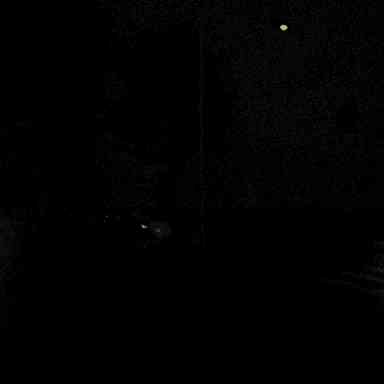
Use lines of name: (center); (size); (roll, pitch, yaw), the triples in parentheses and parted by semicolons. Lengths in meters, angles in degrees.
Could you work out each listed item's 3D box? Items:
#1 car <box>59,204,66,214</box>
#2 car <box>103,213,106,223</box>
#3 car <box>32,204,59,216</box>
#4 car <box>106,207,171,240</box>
car: (-19.506, 2.410, 47.545); (2.033, 1.411, 5.357); (0, -1, -35)
car: (-6.042, 1.960, 28.229); (1.994, 1.385, 4.181); (0, -1, -35)
car: (-18.093, 2.331, 40.490); (1.895, 1.301, 4.718); (0, -1, -34)
car: (-2.975, 1.746, 18.673); (1.812, 1.442, 4.674); (0, -1, -35)
